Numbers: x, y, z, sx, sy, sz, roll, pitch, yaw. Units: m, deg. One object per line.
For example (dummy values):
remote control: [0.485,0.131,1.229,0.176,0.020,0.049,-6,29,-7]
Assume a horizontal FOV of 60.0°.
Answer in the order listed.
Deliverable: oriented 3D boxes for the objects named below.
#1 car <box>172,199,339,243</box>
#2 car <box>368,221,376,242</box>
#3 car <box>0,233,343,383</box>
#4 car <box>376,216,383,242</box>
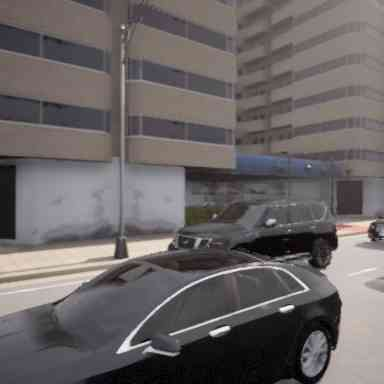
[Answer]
car: [2.012,1.242,9.721,5.566,2.045,2.150,0,0,-35]
car: [10.097,1.542,15.476,4.902,1.511,2.128,0,0,-35]
car: [-0.198,1.511,3.850,4.892,1.490,1.837,0,0,-35]
car: [7.388,1.385,9.254,4.553,1.767,2.097,0,0,-35]
